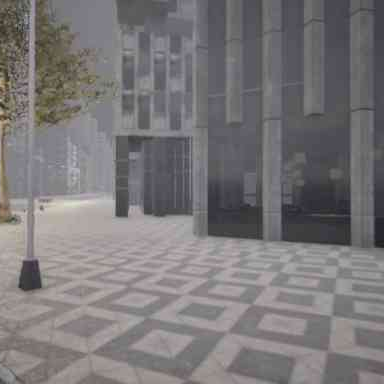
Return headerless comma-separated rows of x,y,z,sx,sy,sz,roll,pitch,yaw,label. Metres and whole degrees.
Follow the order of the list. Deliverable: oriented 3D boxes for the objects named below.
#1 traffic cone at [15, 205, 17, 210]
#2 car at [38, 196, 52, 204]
-23.282,2.026,43.924,0.340,0.580,0.340,0,0,-11,traffic cone
-29.563,1.539,66.868,1.882,1.535,5.008,0,0,-11,car
